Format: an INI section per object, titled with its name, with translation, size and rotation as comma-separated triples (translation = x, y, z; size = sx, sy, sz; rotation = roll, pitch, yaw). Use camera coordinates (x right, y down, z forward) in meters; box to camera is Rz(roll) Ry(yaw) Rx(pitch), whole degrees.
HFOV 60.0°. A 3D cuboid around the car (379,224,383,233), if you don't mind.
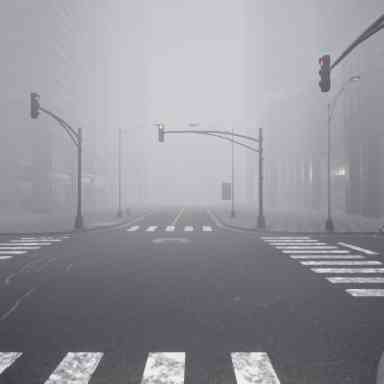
[car]
translation = 11.753, 1.564, 16.181
size = 4.829, 1.417, 1.752
rotation = 0, -1, 0
